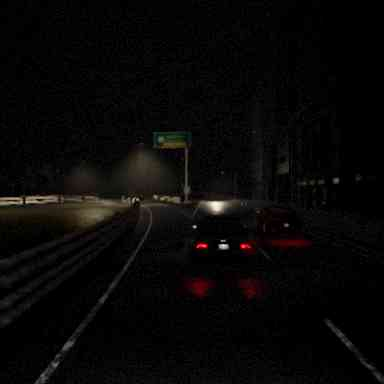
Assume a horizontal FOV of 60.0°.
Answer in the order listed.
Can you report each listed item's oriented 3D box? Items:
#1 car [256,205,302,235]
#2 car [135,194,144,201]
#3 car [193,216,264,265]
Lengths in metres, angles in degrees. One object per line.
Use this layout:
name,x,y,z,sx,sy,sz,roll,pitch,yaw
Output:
car,4.827,1.506,19.054,1.882,1.535,5.008,0,0,3
car,-12.240,1.353,78.007,1.837,1.490,4.892,0,0,-13
car,0.994,1.559,11.757,2.033,1.411,5.357,0,0,3
